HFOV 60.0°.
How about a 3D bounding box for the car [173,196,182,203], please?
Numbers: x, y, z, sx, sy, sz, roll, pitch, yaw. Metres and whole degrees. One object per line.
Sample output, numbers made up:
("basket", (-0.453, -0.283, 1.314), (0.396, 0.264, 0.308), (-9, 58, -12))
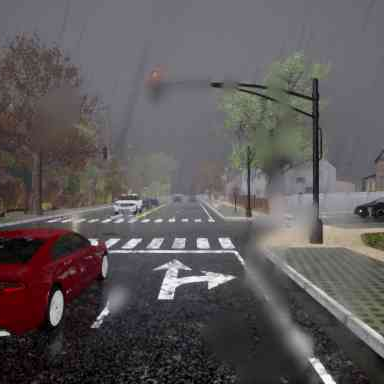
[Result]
("car", (-3.187, 1.618, 74.033), (2.033, 1.411, 5.357), (0, 0, 0))

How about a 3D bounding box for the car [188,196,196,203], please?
("car", (0.055, 1.617, 73.934), (2.033, 1.411, 5.357), (0, 0, 0))

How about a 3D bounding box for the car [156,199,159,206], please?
("car", (-6.547, 1.610, 54.955), (1.994, 1.385, 4.181), (0, 0, 0))

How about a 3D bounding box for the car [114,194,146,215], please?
("car", (-6.574, 1.243, 34.869), (2.150, 2.045, 5.566), (0, 0, 0))

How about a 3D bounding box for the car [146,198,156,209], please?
("car", (-6.565, 1.524, 44.905), (2.128, 1.511, 4.902), (0, 0, 0))

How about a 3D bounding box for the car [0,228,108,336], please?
("car", (-3.145, 1.480, 6.878), (1.882, 1.535, 5.008), (0, 0, 0))

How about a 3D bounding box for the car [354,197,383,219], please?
("car", (13.266, 1.034, 22.489), (4.181, 1.385, 1.994), (-2, -1, -6))
